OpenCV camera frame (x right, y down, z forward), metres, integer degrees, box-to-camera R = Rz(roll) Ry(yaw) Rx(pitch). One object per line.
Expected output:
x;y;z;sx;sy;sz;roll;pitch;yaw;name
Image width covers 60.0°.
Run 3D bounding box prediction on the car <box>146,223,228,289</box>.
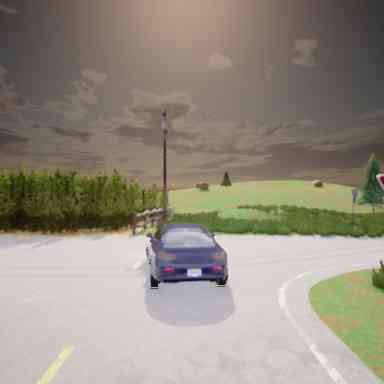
-0.280;1.577;9.242;1.812;1.442;4.674;0;-1;-8;car
